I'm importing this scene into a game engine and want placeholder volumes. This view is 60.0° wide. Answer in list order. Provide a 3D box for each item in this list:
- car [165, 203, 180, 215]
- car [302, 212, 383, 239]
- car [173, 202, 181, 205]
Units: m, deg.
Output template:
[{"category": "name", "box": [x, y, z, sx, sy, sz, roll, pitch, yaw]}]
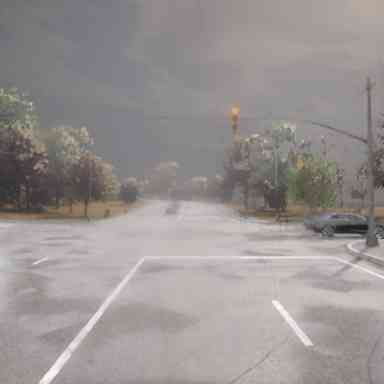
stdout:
[{"category": "car", "box": [-3.602, 3.136, 57.508, 2.033, 1.411, 5.357, 0, 0, 0]}, {"category": "car", "box": [9.068, 1.915, 19.658, 4.902, 1.511, 2.128, 0, -2, -1]}, {"category": "car", "box": [-3.542, 3.013, 72.979, 1.837, 1.490, 4.892, 0, 1, 0]}]
